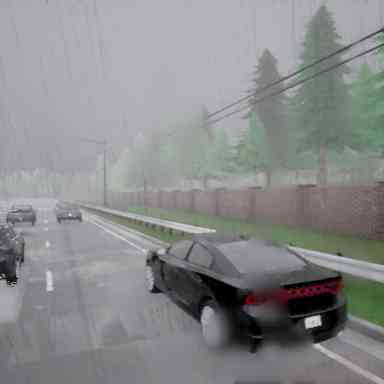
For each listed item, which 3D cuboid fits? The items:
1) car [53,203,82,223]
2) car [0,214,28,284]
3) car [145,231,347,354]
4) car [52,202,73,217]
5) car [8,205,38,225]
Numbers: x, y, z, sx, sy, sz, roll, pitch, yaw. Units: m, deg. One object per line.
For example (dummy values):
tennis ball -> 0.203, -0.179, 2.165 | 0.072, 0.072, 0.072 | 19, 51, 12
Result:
car -> -10.682, 1.838, 28.767 | 1.994, 1.385, 4.181 | -1, 0, -24
car -> -5.895, 1.620, 9.491 | 1.837, 1.490, 4.892 | -1, 0, -24
car -> 0.517, 1.505, 6.450 | 1.882, 1.535, 5.008 | -1, 0, -24
car -> -14.934, 1.921, 38.263 | 2.033, 1.411, 5.357 | -1, 0, -24
car -> -13.330, 1.782, 26.220 | 2.128, 1.511, 4.902 | -1, 0, -24
